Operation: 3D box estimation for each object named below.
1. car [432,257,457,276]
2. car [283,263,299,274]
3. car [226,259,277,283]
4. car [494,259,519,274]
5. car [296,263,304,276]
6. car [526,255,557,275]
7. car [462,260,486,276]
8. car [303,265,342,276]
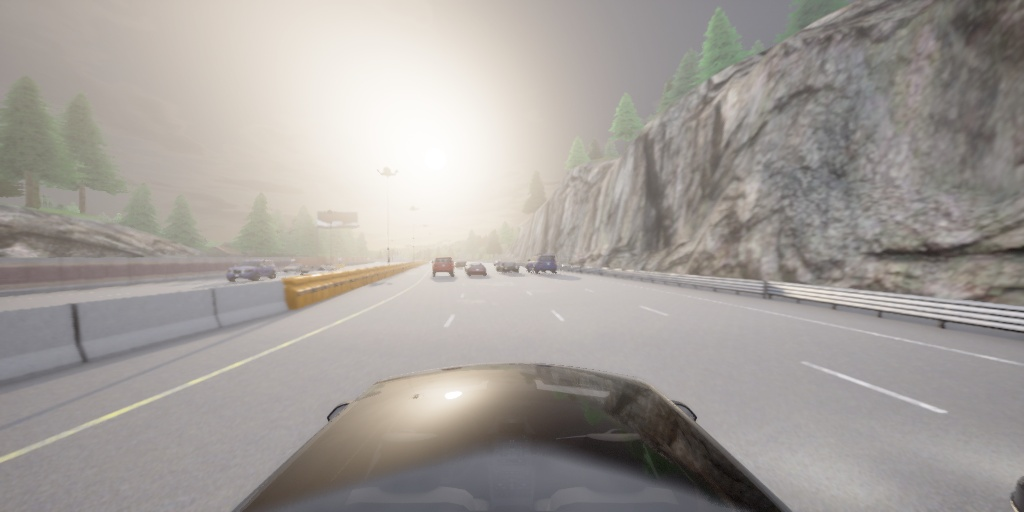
[{"bbox_3d":[-7.512,1.095,39.136,2.150,2.045,5.566,-1,0,-12],"label":"car"},{"bbox_3d":[-31.842,1.796,53.022,2.033,1.411,5.357,-1,0,-10],"label":"car"},{"bbox_3d":[-24.672,1.356,34.210,2.150,2.045,5.566,-1,0,-11],"label":"car"},{"bbox_3d":[-0.594,1.369,41.823,1.895,1.301,4.718,-1,0,-13],"label":"car"},{"bbox_3d":[-22.451,1.703,41.124,1.895,1.301,4.718,-1,0,-11],"label":"car"},{"bbox_3d":[3.173,0.931,39.133,2.150,2.045,5.566,-1,0,-12],"label":"car"},{"bbox_3d":[-3.910,1.382,38.523,1.994,1.385,4.181,-1,0,-11],"label":"car"},{"bbox_3d":[-17.430,1.625,33.626,1.895,1.301,4.718,-1,0,-11],"label":"car"}]
